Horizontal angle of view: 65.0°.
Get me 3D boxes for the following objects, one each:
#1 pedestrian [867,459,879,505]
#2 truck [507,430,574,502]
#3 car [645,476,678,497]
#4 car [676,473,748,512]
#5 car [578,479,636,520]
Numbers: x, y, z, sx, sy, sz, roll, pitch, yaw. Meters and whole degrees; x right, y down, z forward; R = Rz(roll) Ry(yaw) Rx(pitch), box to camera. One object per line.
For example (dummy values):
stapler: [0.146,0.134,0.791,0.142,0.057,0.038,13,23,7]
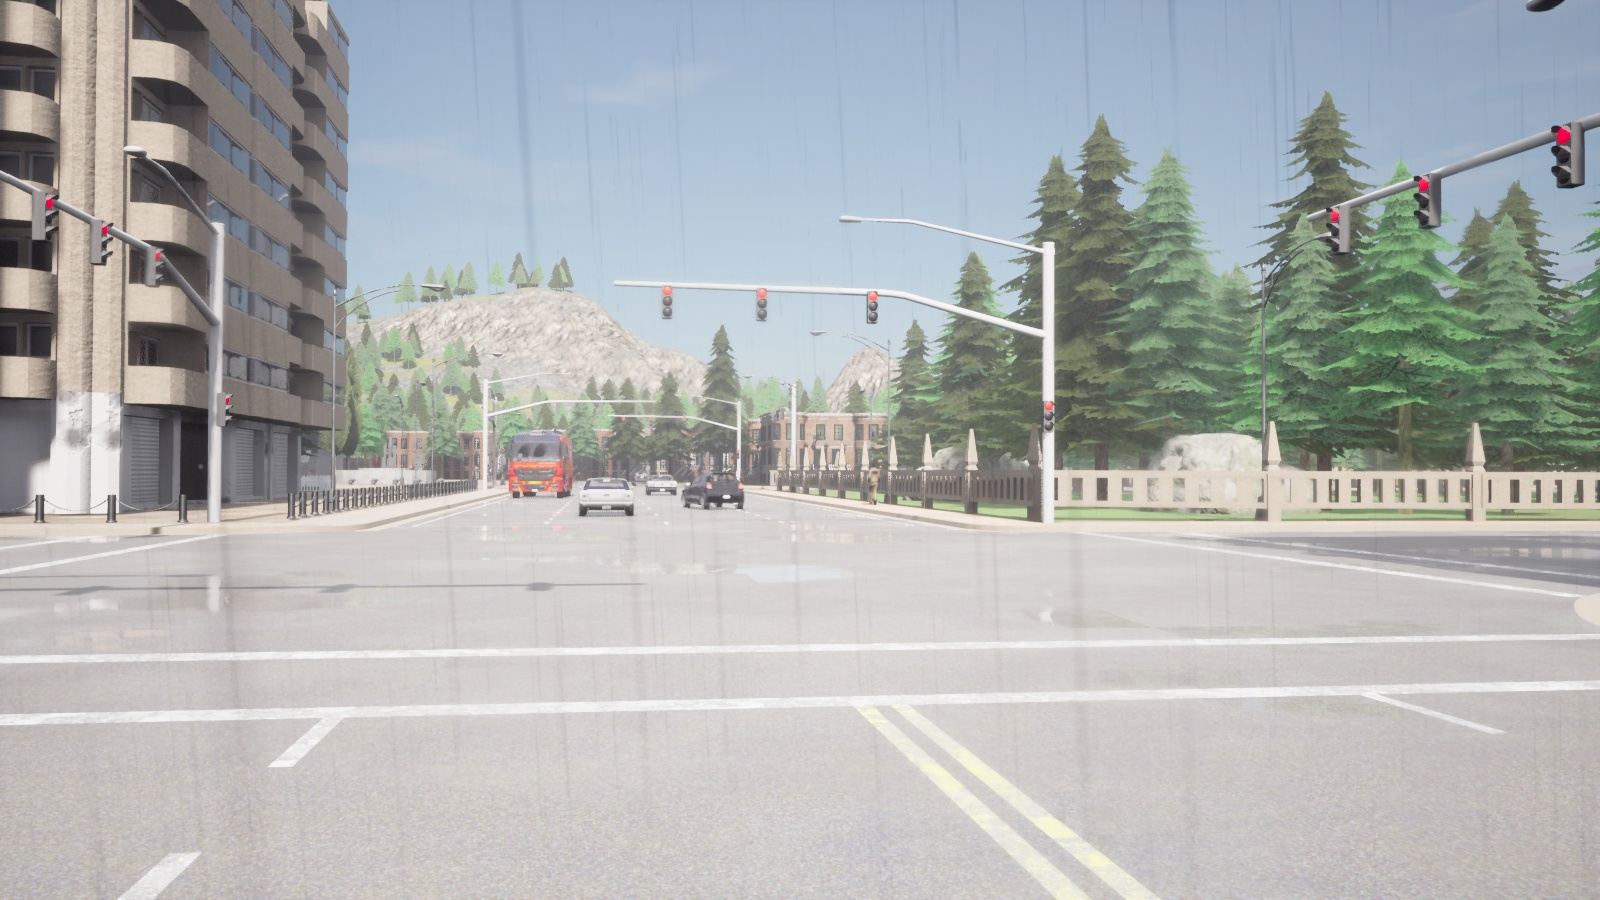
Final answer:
pedestrian: [3.048,1.341,52.522,0.396,1.930,0.692,0,-1,-7]
truck: [-14.558,0.897,70.996,2.891,3.827,8.468,0,-1,-6]
car: [-8.897,2.297,80.395,1.895,1.301,4.718,0,-1,-9]
car: [-3.627,1.702,51.281,1.845,1.501,3.633,0,-1,-23]
car: [-6.696,1.671,43.529,1.895,1.301,4.718,0,-1,-9]
